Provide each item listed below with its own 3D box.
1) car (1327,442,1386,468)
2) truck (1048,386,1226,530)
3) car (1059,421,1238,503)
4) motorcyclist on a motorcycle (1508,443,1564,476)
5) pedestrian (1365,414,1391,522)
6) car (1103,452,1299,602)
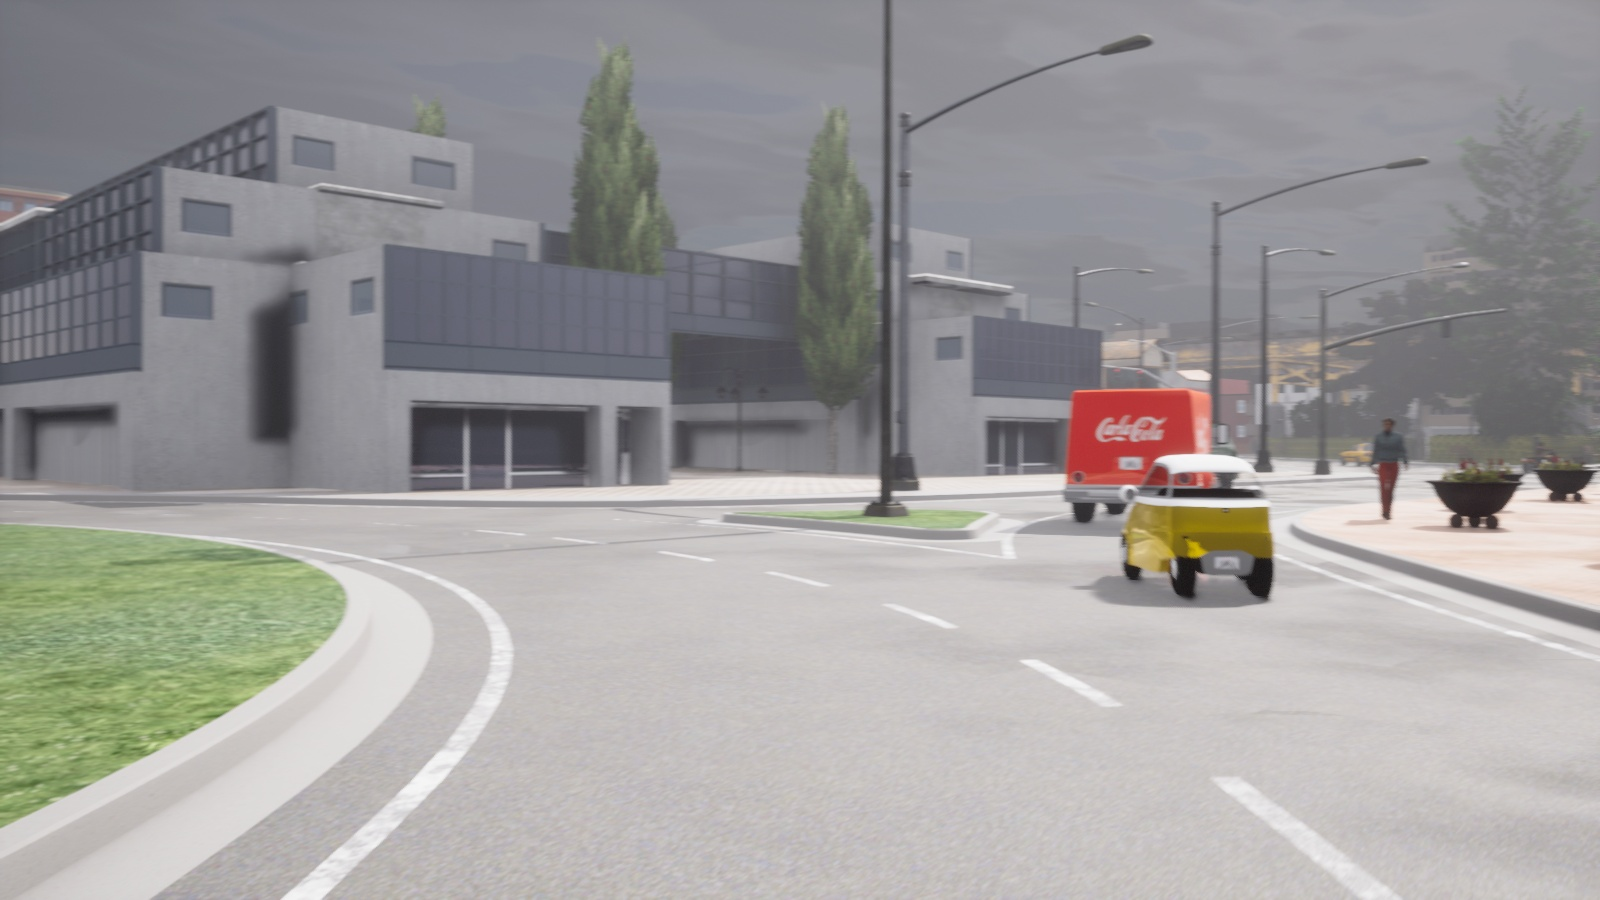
[{"bbox_3d":[35.617,0.302,80.485,1.801,1.575,5.366,1,0,5],"label":"car"},{"bbox_3d":[6.692,0.125,24.475,2.627,2.467,5.204,0,0,23],"label":"truck"},{"bbox_3d":[9.541,0.280,34.067,5.566,2.045,2.150,0,1,-44],"label":"car"},{"bbox_3d":[37.256,0.462,63.573,2.350,1.649,0.766,1,0,-1],"label":"motorcyclist on a motorcycle"},{"bbox_3d":[9.984,0.306,21.699,0.353,1.847,0.614,1,0,28],"label":"pedestrian"},{"bbox_3d":[4.071,0.732,13.049,1.481,1.376,2.207,0,1,5],"label":"car"}]
